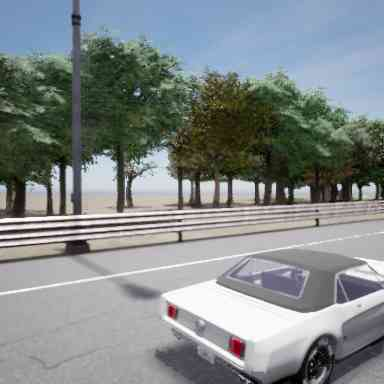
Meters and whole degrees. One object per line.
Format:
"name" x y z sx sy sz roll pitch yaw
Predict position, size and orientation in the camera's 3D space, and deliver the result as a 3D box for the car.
"car" 1.964 1.572 5.147 4.718 1.301 1.895 0 0 -36
